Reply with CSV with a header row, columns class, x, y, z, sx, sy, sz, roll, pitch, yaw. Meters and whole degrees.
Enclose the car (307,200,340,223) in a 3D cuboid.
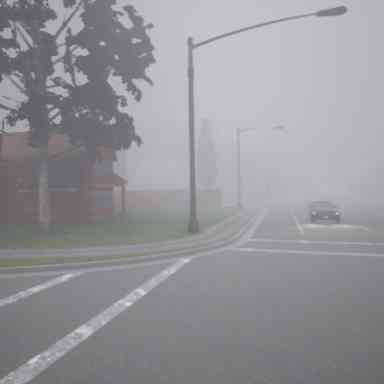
class,x,y,z,sx,sy,sz,roll,pitch,yaw
car,9.212,1.340,23.604,1.812,1.442,4.674,-1,0,15
